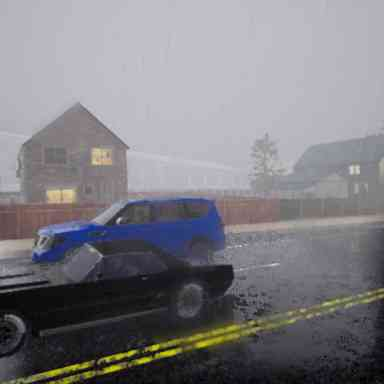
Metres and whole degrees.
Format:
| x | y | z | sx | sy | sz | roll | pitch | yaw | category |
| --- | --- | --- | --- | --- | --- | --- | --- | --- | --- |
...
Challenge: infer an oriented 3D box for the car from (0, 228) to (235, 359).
| x | y | z | sx | sy | sz | roll | pitch | yaw | category |
| --- | --- | --- | --- | --- | --- | --- | --- | --- | --- |
| -1.650 | 1.585 | 5.972 | 4.718 | 1.301 | 1.895 | 0 | 0 | -29 | car |

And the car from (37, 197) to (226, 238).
| x | y | z | sx | sy | sz | roll | pitch | yaw | category |
| --- | --- | --- | --- | --- | --- | --- | --- | --- | --- |
| -1.601 | 1.191 | 9.724 | 5.566 | 2.045 | 2.150 | 0 | 0 | -29 | car |
